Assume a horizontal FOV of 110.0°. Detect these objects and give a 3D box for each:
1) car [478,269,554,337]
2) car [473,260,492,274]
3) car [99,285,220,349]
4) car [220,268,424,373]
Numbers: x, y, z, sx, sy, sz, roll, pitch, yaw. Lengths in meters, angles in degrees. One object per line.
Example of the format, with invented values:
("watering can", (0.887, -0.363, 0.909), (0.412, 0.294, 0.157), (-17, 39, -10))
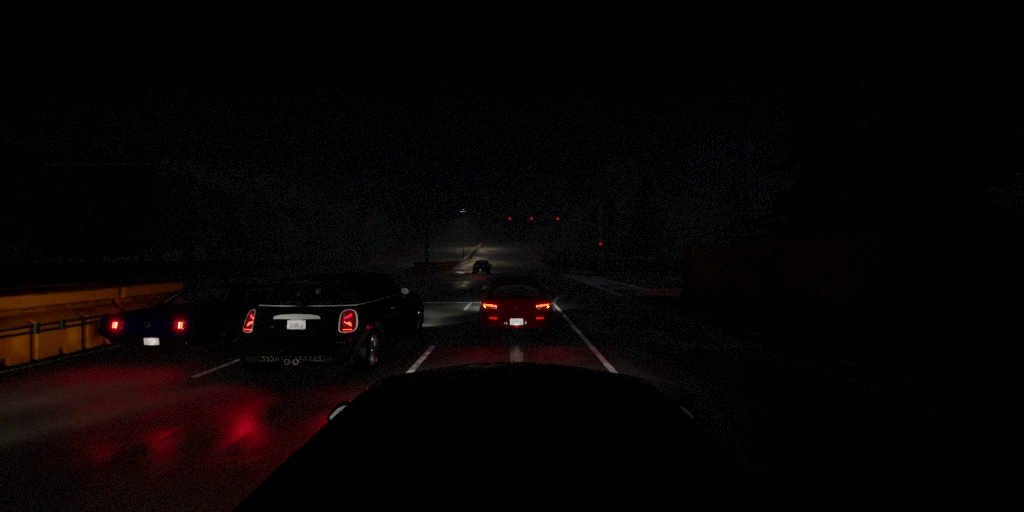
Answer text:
("car", (0.100, 1.276, 10.164), (1.812, 1.442, 4.674), (0, 0, 0))
("car", (-3.398, 1.254, 41.242), (1.837, 1.490, 4.892), (0, 0, 0))
("car", (-6.900, 1.351, 9.090), (1.895, 1.301, 4.718), (0, 0, 0))
("car", (-3.398, 1.102, 7.775), (2.097, 1.767, 4.553), (0, 0, 0))
